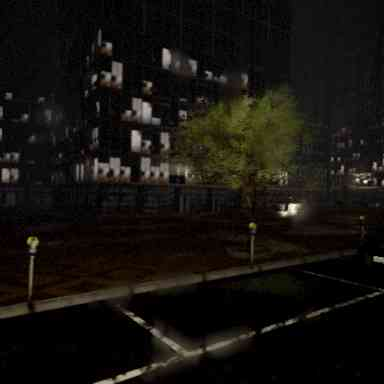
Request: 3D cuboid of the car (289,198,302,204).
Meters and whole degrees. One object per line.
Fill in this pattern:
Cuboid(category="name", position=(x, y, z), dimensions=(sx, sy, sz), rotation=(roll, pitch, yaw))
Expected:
Cuboid(category="car", position=(24.231, 2.083, 81.324), dimensions=(1.967, 1.590, 4.097), rotation=(1, -1, -20))

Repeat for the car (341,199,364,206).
Cuboid(category="car", position=(35.412, 2.308, 73.470), dimensions=(2.008, 1.369, 4.403), rotation=(1, -1, -20))

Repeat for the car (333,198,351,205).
Cuboid(category="car", position=(29.890, 1.968, 65.532), dimensions=(1.967, 1.590, 4.097), rotation=(1, -1, -20))

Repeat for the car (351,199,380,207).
Cuboid(category="car", position=(31.775, 2.041, 60.266), dimensions=(2.008, 1.369, 4.403), rotation=(1, -1, -20))

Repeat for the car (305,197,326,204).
Cuboid(category="car", position=(31.641, 2.149, 84.006), dimensions=(2.192, 1.841, 5.009), rotation=(1, -1, -20))

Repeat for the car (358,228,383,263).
Cuboid(category="car", position=(7.333, 1.631, 10.978), dimensions=(4.313, 1.339, 1.947), rotation=(0, 1, -33))

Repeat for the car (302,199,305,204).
Cuboid(category="car", position=(29.749, 2.454, 89.269), dimensions=(1.802, 1.307, 4.206), rotation=(1, -1, -20))
